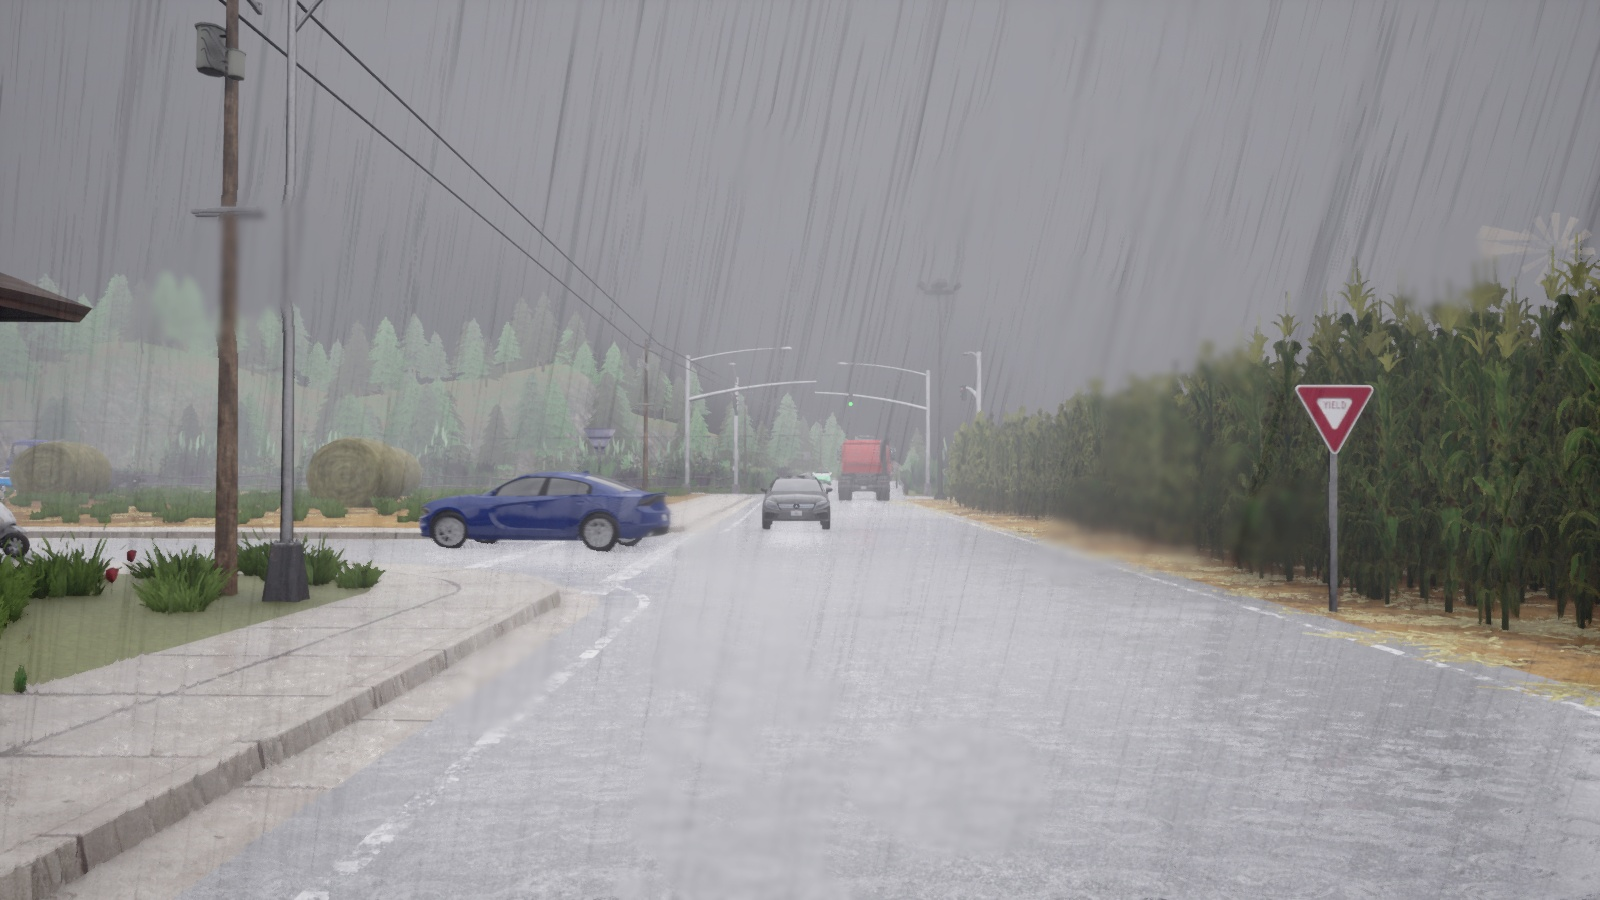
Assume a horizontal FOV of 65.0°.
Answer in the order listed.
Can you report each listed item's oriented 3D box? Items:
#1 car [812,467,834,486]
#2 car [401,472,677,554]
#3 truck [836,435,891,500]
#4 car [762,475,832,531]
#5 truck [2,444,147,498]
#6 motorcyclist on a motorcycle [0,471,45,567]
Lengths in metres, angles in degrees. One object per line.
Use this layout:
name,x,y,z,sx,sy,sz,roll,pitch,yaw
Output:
car,1.765,2.015,96.809,1.481,1.376,2.207,0,1,6
car,-5.099,1.207,24.807,5.008,1.535,1.882,0,-1,10
truck,3.656,0.999,70.490,2.891,3.462,7.936,0,-1,4
car,-0.088,1.429,35.115,1.812,1.442,4.674,0,-1,0
truck,-47.730,1.375,82.750,7.936,3.462,2.891,0,-1,3
motorcyclist on a motorcycle,-13.935,1.152,21.232,1.817,1.590,0.866,0,-1,-1
